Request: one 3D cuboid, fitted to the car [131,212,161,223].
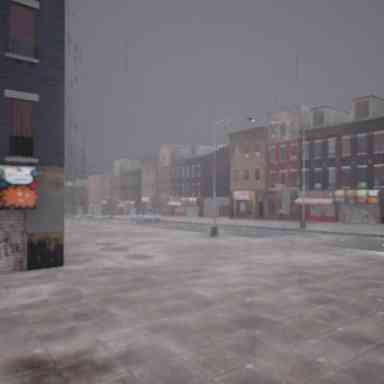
[{"bbox_3d":[-5.656,3.025,40.107,1.895,1.301,4.718,0,-3,-36],"label":"car"}]
